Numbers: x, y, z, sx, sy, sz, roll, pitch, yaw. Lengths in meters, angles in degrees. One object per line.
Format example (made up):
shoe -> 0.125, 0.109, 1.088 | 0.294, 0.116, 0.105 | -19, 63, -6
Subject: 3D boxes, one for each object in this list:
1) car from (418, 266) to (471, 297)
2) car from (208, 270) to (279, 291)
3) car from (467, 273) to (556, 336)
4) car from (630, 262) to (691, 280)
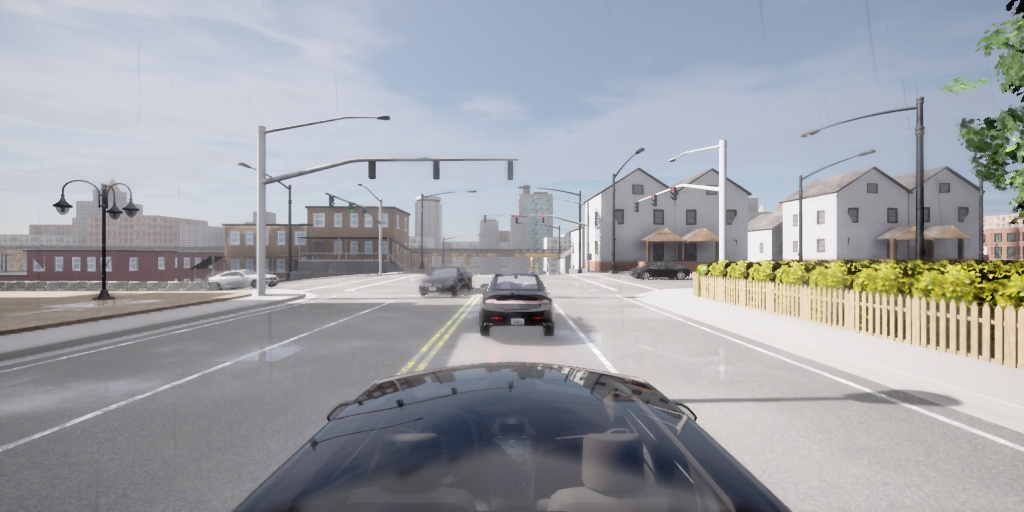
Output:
car -> -3.372, 1.272, 19.116 | 1.812, 1.442, 4.674 | -1, 0, 9
car -> -19.659, 1.742, 26.244 | 4.674, 1.442, 1.812 | -4, 0, 1
car -> 0.118, 1.242, 10.372 | 2.128, 1.511, 4.902 | 0, 0, 0
car -> 12.491, 1.255, 30.356 | 4.892, 1.490, 1.837 | 0, 0, -1
